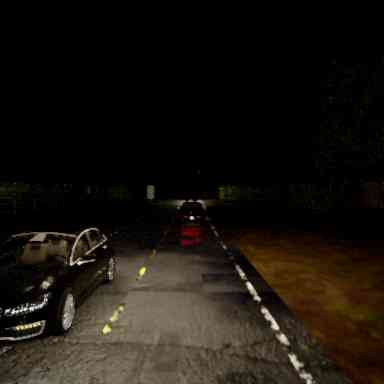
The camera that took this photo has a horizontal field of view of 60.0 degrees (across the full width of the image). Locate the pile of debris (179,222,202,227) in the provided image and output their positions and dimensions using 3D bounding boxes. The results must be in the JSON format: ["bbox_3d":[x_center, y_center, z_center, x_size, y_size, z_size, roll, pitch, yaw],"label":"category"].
[{"bbox_3d":[-0.091,2.150,22.341,1.500,0.140,1.860,0,0,0],"label":"pile of debris"}]

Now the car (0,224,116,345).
[{"bbox_3d":[-2.851,1.489,6.711,1.837,1.490,4.892,0,0,0],"label":"car"}]

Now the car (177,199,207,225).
[{"bbox_3d":[-0.011,1.474,24.033,1.837,1.490,4.892,0,-1,0],"label":"car"}]

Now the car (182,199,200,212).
[{"bbox_3d":[-0.082,1.524,38.785,1.994,1.385,4.181,0,0,0],"label":"car"}]
